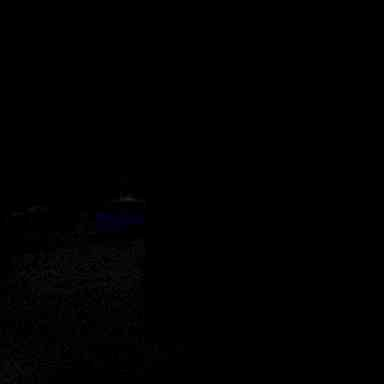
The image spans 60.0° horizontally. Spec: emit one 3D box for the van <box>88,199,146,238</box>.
[{"bbox_3d":[-2.887,1.234,16.720,1.690,1.788,3.998,0,0,36],"label":"van"}]

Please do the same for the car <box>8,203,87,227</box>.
[{"bbox_3d":[-9.416,1.435,21.388,2.008,1.369,4.403,0,0,36],"label":"car"}]
